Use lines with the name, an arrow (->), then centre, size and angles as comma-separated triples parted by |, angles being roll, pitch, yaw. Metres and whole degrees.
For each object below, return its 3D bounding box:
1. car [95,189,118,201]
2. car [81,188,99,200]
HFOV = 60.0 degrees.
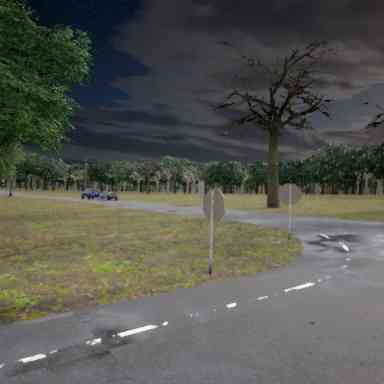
car -> -13.514, 0.660, 53.667 | 1.837, 1.490, 4.892 | 2, -1, -35
car -> -18.222, 0.343, 60.141 | 2.150, 2.045, 5.566 | 2, -1, -36
